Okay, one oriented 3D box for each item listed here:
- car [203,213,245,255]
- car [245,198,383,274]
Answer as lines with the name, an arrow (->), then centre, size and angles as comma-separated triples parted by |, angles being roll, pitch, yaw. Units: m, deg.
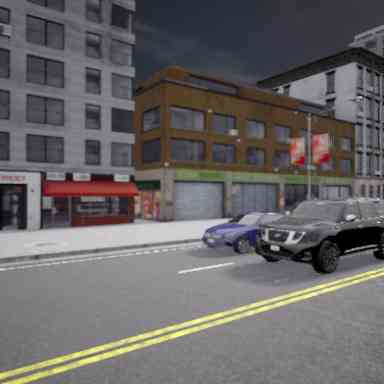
car -> 2.599, 1.525, 13.518 | 4.674, 1.442, 1.812 | 0, 0, -35
car -> 4.579, 1.220, 10.938 | 5.566, 2.045, 2.150 | 0, 0, -35
